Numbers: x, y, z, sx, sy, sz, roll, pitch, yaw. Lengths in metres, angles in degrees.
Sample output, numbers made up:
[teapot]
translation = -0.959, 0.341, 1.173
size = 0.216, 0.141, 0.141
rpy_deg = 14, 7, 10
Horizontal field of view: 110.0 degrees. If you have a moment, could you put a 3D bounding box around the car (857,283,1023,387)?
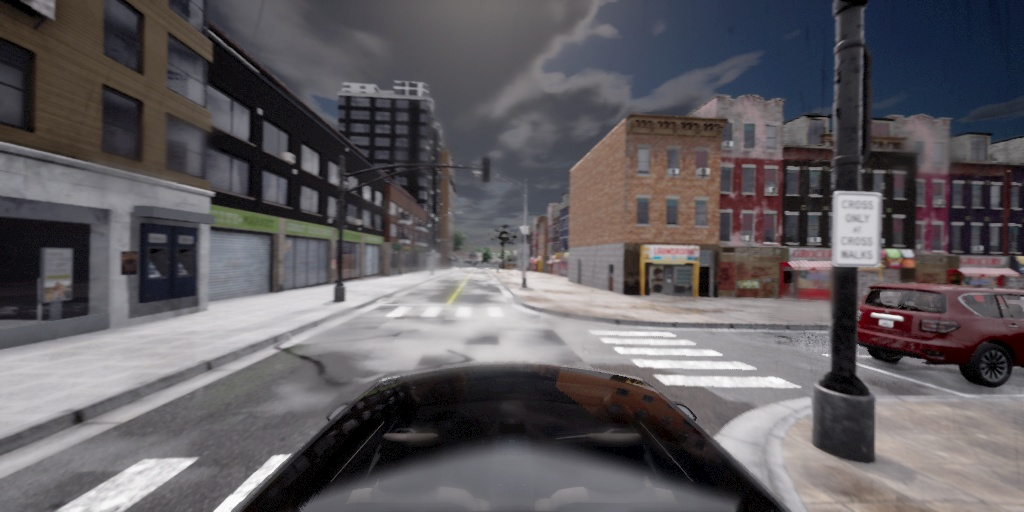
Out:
[car]
translation = 10.127, 1.568, 7.650
size = 5.009, 1.841, 2.192
rpy_deg = 0, 0, -5
